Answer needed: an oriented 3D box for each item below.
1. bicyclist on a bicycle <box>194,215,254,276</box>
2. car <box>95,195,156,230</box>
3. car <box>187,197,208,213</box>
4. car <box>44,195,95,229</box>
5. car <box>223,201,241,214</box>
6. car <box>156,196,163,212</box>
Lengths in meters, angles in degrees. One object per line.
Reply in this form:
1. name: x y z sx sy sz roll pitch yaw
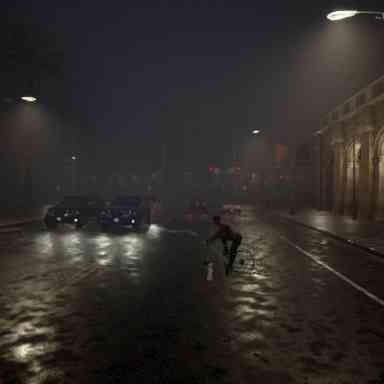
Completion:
1. bicyclist on a bicycle: 0.851 1.455 9.024 1.656 1.620 0.582 -2 0 3
2. car: -4.024 1.222 21.247 2.150 2.045 5.566 0 0 4
3. car: 0.692 1.352 36.373 2.097 1.767 4.553 0 0 4
4. car: -7.483 1.225 21.946 2.150 2.045 5.566 0 0 4
5. car: 4.261 1.601 36.019 1.895 1.301 4.718 0 0 5
6. car: -3.543 1.009 26.879 2.097 1.767 4.553 0 0 4
